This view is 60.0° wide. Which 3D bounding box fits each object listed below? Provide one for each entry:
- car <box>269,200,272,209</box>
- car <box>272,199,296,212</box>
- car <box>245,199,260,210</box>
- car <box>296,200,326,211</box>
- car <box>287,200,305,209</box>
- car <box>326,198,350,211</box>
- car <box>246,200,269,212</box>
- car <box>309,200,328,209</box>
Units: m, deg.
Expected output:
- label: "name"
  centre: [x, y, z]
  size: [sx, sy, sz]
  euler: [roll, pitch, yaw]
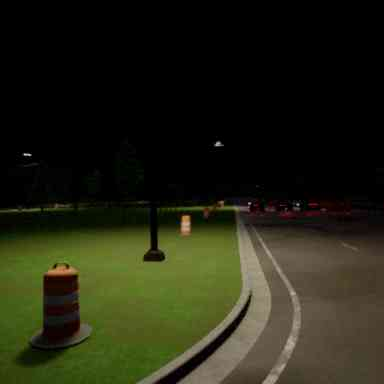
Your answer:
- label: "car"
  centre: [13.566, 1.961, 55.015]
  size: [1.882, 1.535, 5.008]
  euler: [-1, -1, 7]
- label: "car"
  centre: [12.316, 1.873, 44.684]
  size: [1.837, 1.490, 4.892]
  euler: [-1, -1, 8]
- label: "car"
  centre: [10.094, 2.050, 55.450]
  size: [2.128, 1.511, 4.902]
  euler: [-1, -1, 7]
- label: "car"
  centre: [15.845, 1.790, 44.683]
  size: [2.128, 1.511, 4.902]
  euler: [-1, -1, 8]
- label: "car"
  centre: [17.039, 1.972, 54.578]
  size: [1.994, 1.385, 4.181]
  euler: [-1, -1, 7]
- label: "car"
  centre: [19.317, 1.575, 44.258]
  size: [2.097, 1.767, 4.553]
  euler: [-1, -1, 8]
- label: "car"
  centre: [8.863, 1.937, 45.268]
  size: [2.128, 1.511, 4.902]
  euler: [-1, -1, 8]
- label: "car"
  centre: [20.516, 1.935, 54.171]
  size: [1.895, 1.301, 4.718]
  euler: [-1, -1, 7]
